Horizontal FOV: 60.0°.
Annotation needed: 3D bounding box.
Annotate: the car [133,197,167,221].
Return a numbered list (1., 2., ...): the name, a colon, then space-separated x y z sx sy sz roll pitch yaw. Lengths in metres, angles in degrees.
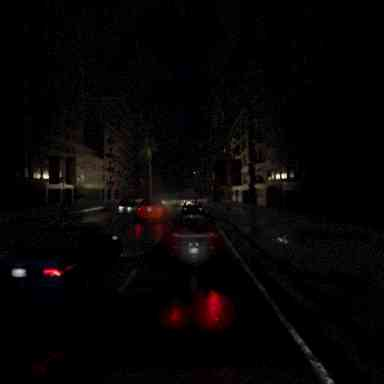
1. car: -3.177 1.349 27.095 2.097 1.767 4.553 0 0 0

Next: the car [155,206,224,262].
1. car: 0.072 1.496 12.128 2.128 1.511 4.902 0 0 0

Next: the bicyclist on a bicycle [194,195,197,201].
1. bicyclist on a bicycle: 0.905 1.498 79.805 0.582 1.620 1.656 0 -1 0

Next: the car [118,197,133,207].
1. car: -9.811 1.530 50.872 2.033 1.411 5.357 0 0 0

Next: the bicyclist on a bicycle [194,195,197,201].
1. bicyclist on a bicycle: 0.905 1.537 88.807 0.582 1.620 1.656 0 -1 0

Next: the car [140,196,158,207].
1. car: -6.564 1.476 51.641 2.128 1.511 4.902 0 0 0

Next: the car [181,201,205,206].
1. car: 0.076 1.491 27.454 2.128 1.511 4.902 0 0 0

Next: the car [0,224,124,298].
1. car: -3.203 1.552 8.698 2.033 1.411 5.357 0 0 1
